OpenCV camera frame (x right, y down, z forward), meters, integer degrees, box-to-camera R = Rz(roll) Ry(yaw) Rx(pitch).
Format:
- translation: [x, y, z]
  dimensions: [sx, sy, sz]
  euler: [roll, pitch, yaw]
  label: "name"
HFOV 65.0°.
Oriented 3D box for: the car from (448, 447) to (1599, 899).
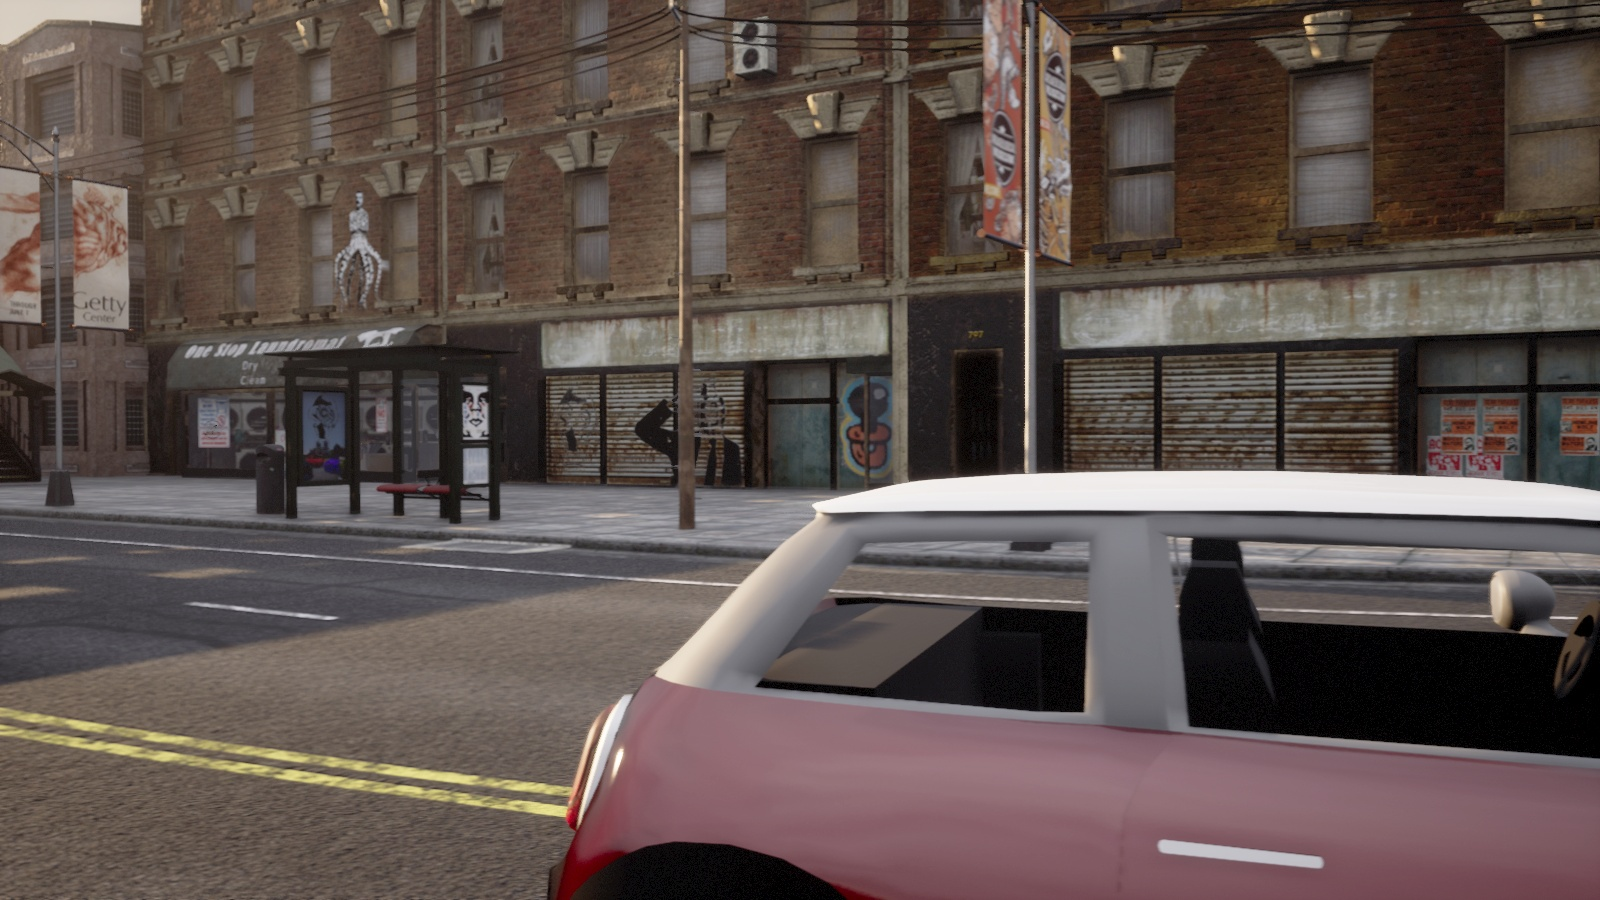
- translation: [1.444, 0.758, 2.733]
  dimensions: [3.806, 1.475, 1.970]
  euler: [1, 1, 18]
  label: "car"
